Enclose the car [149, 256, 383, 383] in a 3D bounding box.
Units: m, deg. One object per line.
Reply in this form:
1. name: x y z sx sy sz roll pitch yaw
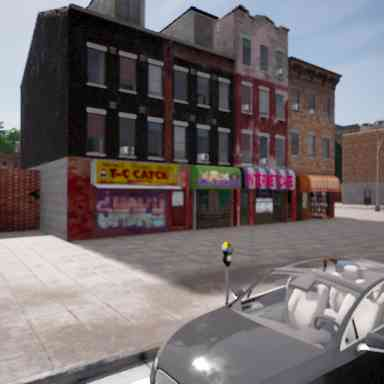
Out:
1. car: 1.619 1.548 3.951 4.403 1.369 2.008 0 0 -35
